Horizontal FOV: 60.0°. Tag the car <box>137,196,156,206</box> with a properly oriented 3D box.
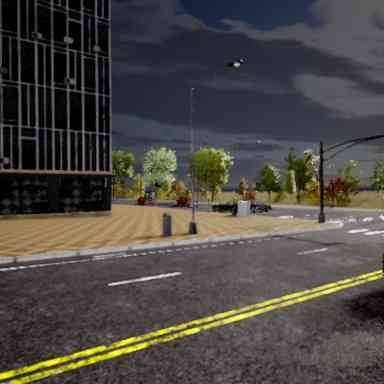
[{"bbox_3d":[-8.298,1.612,60.458,2.097,1.767,4.553,-1,0,-32],"label":"car"}]

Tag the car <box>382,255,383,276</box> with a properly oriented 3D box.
[{"bbox_3d":[6.506,1.539,8.076,4.902,1.511,2.128,1,0,-36],"label":"car"}]

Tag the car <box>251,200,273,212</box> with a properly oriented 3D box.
[{"bbox_3d":[7.648,1.749,41.735,2.033,1.411,5.357,-1,0,-33],"label":"car"}]

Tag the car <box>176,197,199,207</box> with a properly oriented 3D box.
[{"bbox_3d":[-0.778,1.571,54.750,2.097,1.767,4.553,-1,0,-33],"label":"car"}]

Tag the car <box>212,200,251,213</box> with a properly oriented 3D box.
[{"bbox_3d":[4.569,1.837,40.513,1.895,1.301,4.718,-1,0,-33],"label":"car"}]
